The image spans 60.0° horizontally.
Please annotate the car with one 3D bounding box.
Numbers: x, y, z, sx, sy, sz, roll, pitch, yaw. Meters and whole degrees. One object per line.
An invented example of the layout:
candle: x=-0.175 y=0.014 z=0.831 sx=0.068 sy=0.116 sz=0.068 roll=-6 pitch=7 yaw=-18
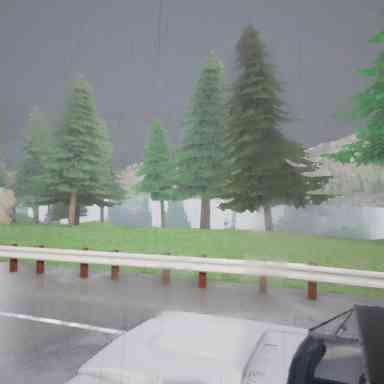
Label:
car: x=1.320 y=1.601 z=2.315 sx=4.718 sy=1.301 sz=1.895 roll=0 pitch=0 yaw=23
